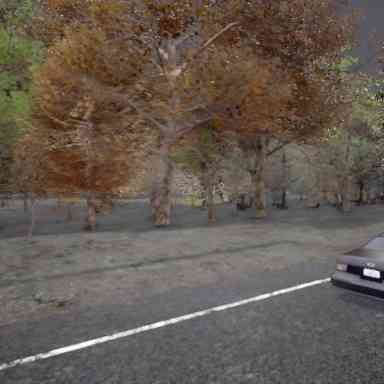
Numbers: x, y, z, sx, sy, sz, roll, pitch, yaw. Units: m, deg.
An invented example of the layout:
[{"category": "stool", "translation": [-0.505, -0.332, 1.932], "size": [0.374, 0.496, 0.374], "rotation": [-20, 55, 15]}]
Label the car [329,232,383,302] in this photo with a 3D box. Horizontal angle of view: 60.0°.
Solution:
[{"category": "car", "translation": [5.336, 1.529, 7.552], "size": [5.357, 1.411, 2.033], "rotation": [0, 0, -35]}]
